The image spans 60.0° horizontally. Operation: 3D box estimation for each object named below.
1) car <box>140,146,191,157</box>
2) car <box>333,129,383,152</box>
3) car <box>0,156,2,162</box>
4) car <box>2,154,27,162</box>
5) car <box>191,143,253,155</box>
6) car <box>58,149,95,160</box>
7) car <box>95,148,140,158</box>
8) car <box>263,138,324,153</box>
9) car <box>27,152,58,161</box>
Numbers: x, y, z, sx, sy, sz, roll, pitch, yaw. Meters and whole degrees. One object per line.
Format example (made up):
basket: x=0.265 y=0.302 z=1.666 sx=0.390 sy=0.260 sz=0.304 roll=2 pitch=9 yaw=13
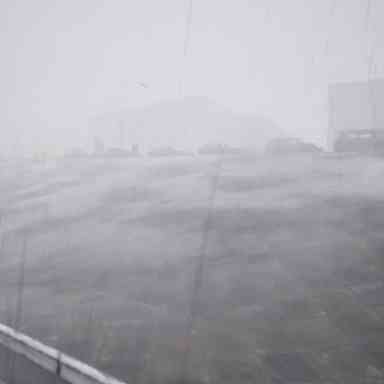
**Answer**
car: x=-2.026 y=-3.506 z=30.790 sx=4.674 sy=1.452 sz=2.002 roll=1 pitch=1 yaw=28
car: x=12.987 y=-3.355 z=23.549 sx=5.566 sy=2.045 sz=2.435 roll=2 pitch=1 yaw=25
car: x=-25.992 y=-4.176 z=44.972 sx=4.892 sy=1.521 sz=2.231 roll=1 pitch=1 yaw=34
car: x=-21.346 y=-4.015 z=41.943 sx=4.674 sy=1.452 sz=2.002 roll=2 pitch=1 yaw=33
car: x=2.806 y=-3.420 z=28.331 sx=4.892 sy=1.521 sz=2.231 roll=1 pitch=1 yaw=27
car: x=-11.880 y=-3.927 z=36.197 sx=4.553 sy=1.767 sz=2.185 roll=2 pitch=1 yaw=31
car: x=-6.889 y=-3.642 z=33.397 sx=4.792 sy=1.488 sz=2.163 roll=1 pitch=1 yaw=29
car: x=7.886 y=-3.398 z=25.888 sx=4.553 sy=1.767 sz=2.185 roll=2 pitch=1 yaw=26
car: x=-16.634 y=-3.928 z=39.014 sx=5.008 sy=1.535 sz=2.097 roll=2 pitch=1 yaw=32
